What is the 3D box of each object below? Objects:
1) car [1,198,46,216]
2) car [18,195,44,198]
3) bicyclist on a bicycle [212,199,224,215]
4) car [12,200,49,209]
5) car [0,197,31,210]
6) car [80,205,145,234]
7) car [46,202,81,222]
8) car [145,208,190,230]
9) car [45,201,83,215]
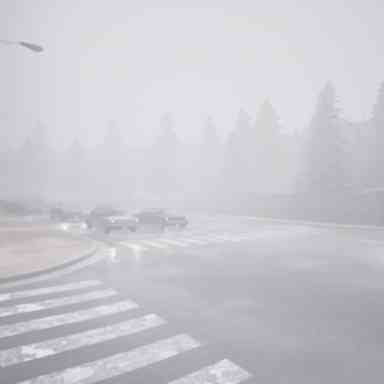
[{"bbox_3d":[-17.560,1.642,34.923,4.892,1.490,1.837,0,-1,33],"label":"car"},{"bbox_3d":[-22.522,1.417,45.227,5.566,2.045,2.150,0,-1,18],"label":"car"},{"bbox_3d":[2.682,1.590,34.665,1.656,1.620,0.582,0,0,-35],"label":"bicyclist on a bicycle"},{"bbox_3d":[-23.794,1.823,49.063,4.718,1.301,1.895,0,-1,14],"label":"car"},{"bbox_3d":[-22.794,1.662,41.438,4.892,1.490,1.837,0,0,21],"label":"car"},{"bbox_3d":[-4.971,1.697,20.294,1.895,1.301,4.718,1,-1,-35],"label":"car"},{"bbox_3d":[-10.371,1.650,27.702,1.812,1.442,4.674,1,-1,-38],"label":"car"},{"bbox_3d":[-2.153,1.738,22.359,1.895,1.301,4.718,1,-1,-35],"label":"car"},{"bbox_3d":[-14.146,1.743,36.622,4.181,1.385,1.994,0,-1,36],"label":"car"}]
